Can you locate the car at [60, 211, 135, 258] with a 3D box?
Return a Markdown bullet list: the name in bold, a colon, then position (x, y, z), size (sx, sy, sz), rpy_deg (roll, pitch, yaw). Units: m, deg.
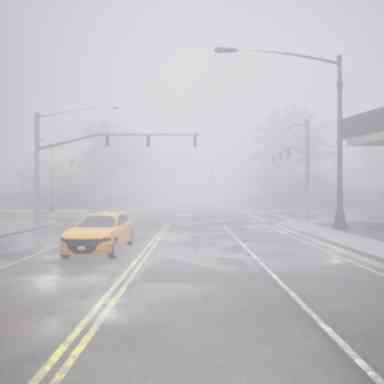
- **car**: position (-3.562, 1.552, 13.268), size (1.882, 1.535, 5.008), rpy_deg (0, 0, 0)
